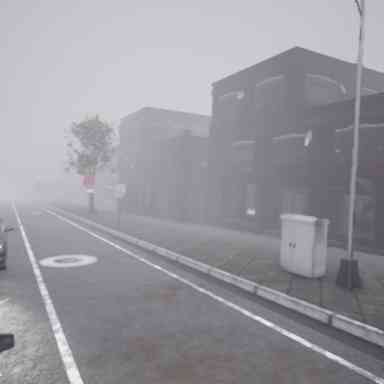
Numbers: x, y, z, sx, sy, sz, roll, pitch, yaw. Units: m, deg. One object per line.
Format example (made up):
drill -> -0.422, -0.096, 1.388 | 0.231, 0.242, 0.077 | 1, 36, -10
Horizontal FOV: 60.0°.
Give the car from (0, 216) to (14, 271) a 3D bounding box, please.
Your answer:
car -> -6.706, 1.436, 10.279 | 2.128, 1.511, 4.902 | 1, 0, -29
